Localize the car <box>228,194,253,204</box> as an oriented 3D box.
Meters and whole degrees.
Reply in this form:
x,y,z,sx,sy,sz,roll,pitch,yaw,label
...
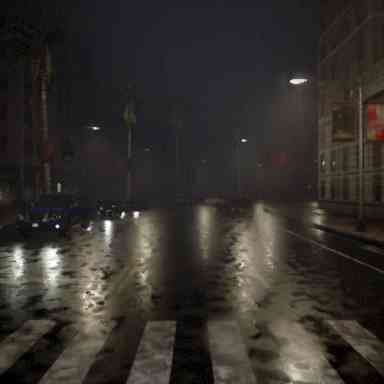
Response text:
x,y,z,sx,sy,sz,roll,pitch,yaw,label
8.211,1.186,55.669,1.882,1.535,5.008,0,0,38,car

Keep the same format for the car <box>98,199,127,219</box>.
x,y,z,sx,sy,sz,roll,pitch,yaw,label
-7.025,1.361,27.514,1.837,1.490,4.892,0,0,1,car

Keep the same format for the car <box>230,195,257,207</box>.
x,y,z,sx,sy,sz,roll,pitch,yaw,label
7.068,1.247,46.656,2.128,1.511,4.902,0,0,25,car

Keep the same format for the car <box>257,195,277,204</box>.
x,y,z,sx,sy,sz,roll,pitch,yaw,label
12.433,1.215,55.451,1.837,1.490,4.892,0,0,41,car

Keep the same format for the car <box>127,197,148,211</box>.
x,y,z,sx,sy,sz,roll,pitch,yaw,label
-6.370,1.280,37.957,1.882,1.535,5.008,0,0,7,car

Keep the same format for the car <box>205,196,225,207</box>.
x,y,z,sx,sy,sz,roll,pitch,yaw,label
3.266,1.282,46.677,1.812,1.442,4.674,0,0,22,car

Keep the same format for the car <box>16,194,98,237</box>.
x,y,z,sx,sy,sz,roll,pitch,yaw,label
-7.089,1.128,17.820,2.150,2.045,5.566,0,0,0,car
